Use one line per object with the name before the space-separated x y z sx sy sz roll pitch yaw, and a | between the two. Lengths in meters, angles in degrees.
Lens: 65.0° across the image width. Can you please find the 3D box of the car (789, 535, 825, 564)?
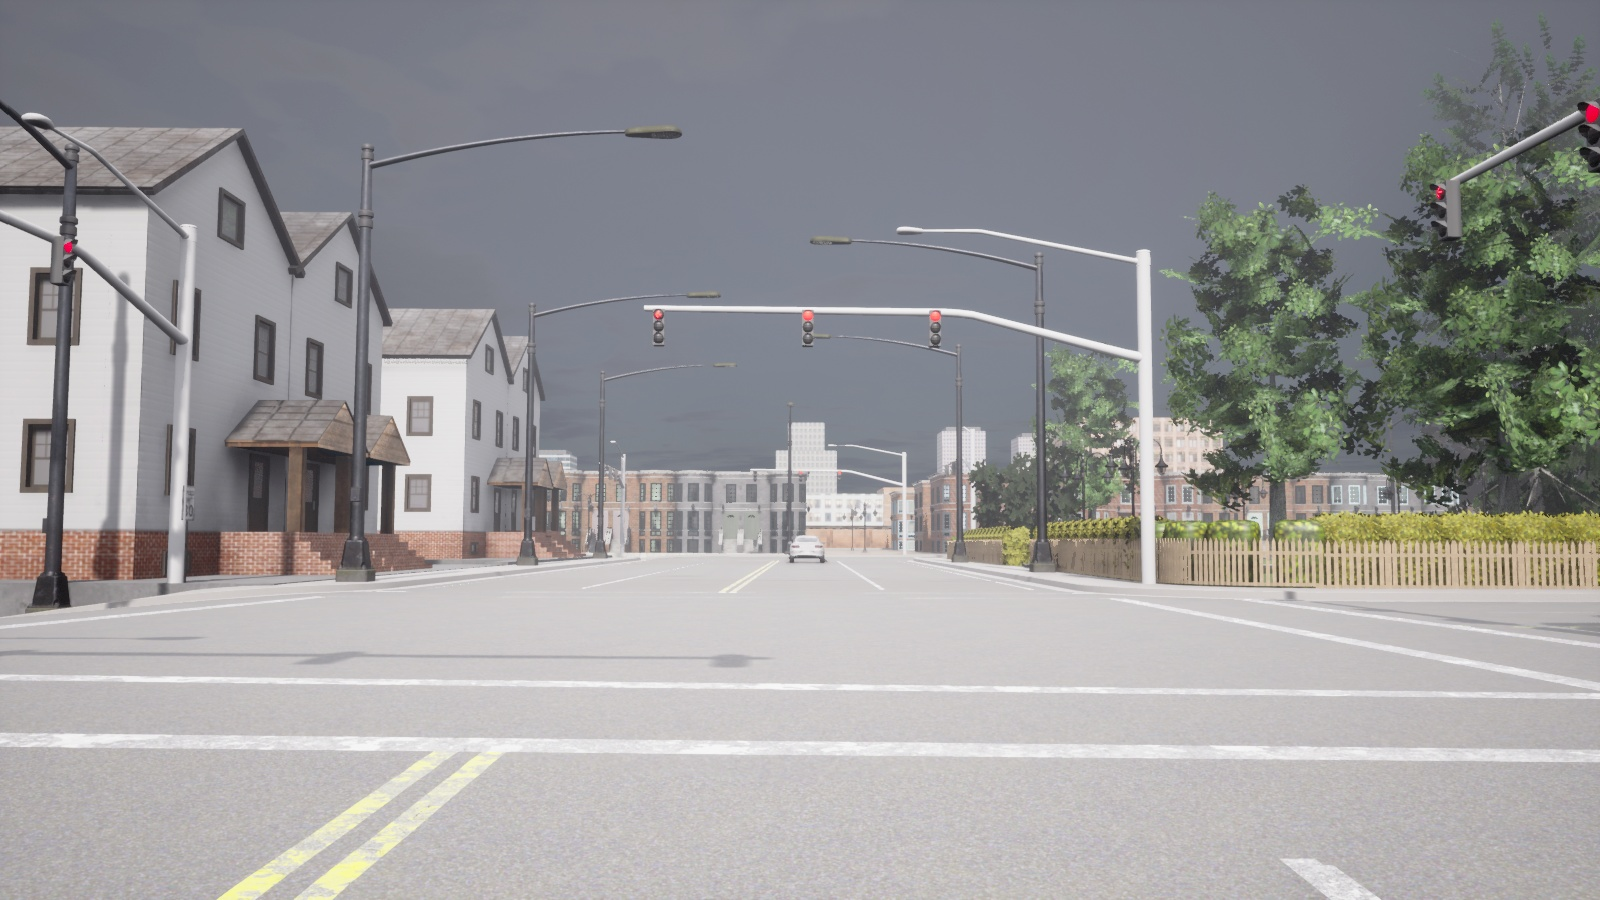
car | 0.365 5.252 66.562 1.812 1.442 4.674 0 -4 0
